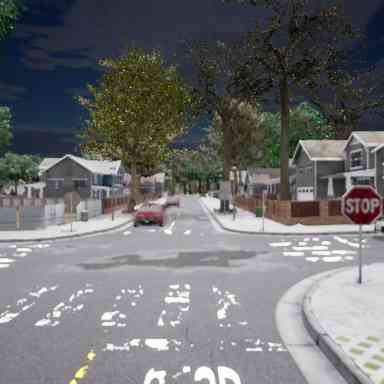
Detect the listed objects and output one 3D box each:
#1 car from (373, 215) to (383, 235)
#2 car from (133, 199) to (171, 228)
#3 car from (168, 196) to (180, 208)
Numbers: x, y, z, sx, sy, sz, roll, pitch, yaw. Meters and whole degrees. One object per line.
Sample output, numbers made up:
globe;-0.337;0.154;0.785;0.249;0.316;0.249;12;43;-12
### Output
car;10.340;1.182;14.074;4.902;1.511;2.128;-2;0;0
car;-2.718;1.492;22.551;1.882;1.535;5.008;0;0;0
car;-2.681;1.382;47.457;1.882;1.535;5.008;0;1;0
